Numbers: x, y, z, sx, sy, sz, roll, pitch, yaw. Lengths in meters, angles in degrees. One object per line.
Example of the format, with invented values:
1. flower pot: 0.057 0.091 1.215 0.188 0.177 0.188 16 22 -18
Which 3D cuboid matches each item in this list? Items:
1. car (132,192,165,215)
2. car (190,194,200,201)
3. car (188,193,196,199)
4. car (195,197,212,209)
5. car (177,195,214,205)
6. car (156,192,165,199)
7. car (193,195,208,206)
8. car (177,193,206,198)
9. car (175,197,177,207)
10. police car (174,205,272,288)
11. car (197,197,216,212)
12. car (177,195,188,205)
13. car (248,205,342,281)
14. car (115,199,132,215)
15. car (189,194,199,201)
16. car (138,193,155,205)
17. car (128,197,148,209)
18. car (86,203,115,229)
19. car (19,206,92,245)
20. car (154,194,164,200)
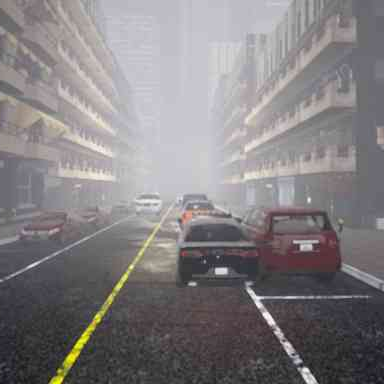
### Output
1. car: -4.014 1.073 31.795 2.150 2.045 5.566 0 0 -2
2. car: 0.608 1.242 71.203 1.947 1.339 4.313 -1 0 -2
3. car: -0.051 1.016 93.602 1.967 1.590 4.097 -1 0 -2
4. car: 1.430 1.368 43.206 1.947 1.339 4.313 -1 0 -2
5. car: 0.355 1.262 19.152 2.097 1.767 4.553 0 0 -2
6. car: -8.266 0.913 87.784 2.192 1.841 5.009 -1 0 -2
7. car: 1.264 1.216 48.805 1.967 1.590 4.097 -1 0 -2
8. car: 0.178 1.108 25.209 2.150 2.045 5.566 0 0 -2
9. car: -1.304 1.391 45.462 1.895 1.301 4.718 0 0 -1
10. police car: 0.542 1.382 9.300 1.930 1.638 5.238 0 0 -1
11. car: 1.589 1.352 37.776 1.752 1.417 4.829 -1 0 -2
12. car: -1.611 1.271 55.468 1.812 1.442 4.674 0 0 -2
13. car: 2.414 1.271 9.607 2.192 1.841 5.009 -1 0 -2
14. car: -6.618 1.401 31.790 2.008 1.369 4.403 -1 0 -2
15. car: 0.444 1.201 76.804 2.008 1.369 4.403 -1 0 -2
16. car: -7.279 1.063 54.187 2.192 1.841 5.009 -1 0 -2
17. car: -6.947 1.350 42.989 2.008 1.369 4.403 -1 0 -2
18. car: -6.290 1.484 20.590 1.802 1.307 4.206 -1 0 -2
19. car: -6.125 1.509 14.991 1.802 1.307 4.206 -1 0 -2
20. car: -8.098 1.174 82.185 2.008 1.369 4.403 -1 0 -2
